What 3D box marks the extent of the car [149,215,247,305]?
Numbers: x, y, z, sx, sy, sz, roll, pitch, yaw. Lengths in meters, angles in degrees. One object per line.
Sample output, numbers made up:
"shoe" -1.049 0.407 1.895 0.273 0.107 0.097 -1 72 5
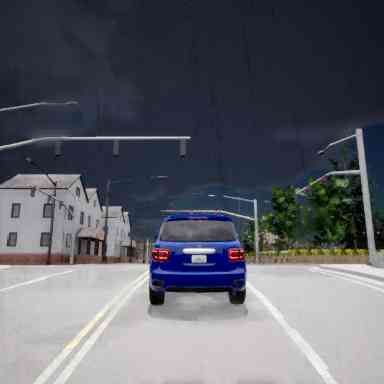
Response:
"car" 0.086 1.762 9.323 2.150 2.045 5.566 0 -7 -1
